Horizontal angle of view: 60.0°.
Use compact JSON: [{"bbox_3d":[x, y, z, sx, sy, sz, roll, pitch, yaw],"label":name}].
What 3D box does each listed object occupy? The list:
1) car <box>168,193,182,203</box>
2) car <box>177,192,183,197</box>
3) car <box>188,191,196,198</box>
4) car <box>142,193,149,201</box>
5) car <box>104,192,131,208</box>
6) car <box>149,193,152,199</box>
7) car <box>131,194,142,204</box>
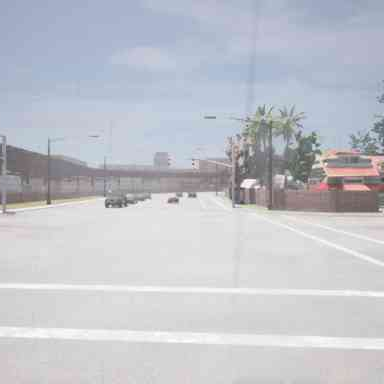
[{"bbox_3d":[-3.341,1.268,61.149,1.895,1.301,4.718,0,1,0],"label":"car"},{"bbox_3d":[-3.416,0.709,87.213,1.994,1.385,4.181,0,1,0],"label":"car"},{"bbox_3d":[0.082,0.553,85.184,2.097,1.767,4.553,0,1,0],"label":"car"},{"bbox_3d":[-10.436,1.142,66.257,1.994,1.385,4.181,0,1,0],"label":"car"},{"bbox_3d":[-10.510,1.082,46.417,2.150,2.045,5.566,0,1,1],"label":"car"},{"bbox_3d":[-10.426,0.897,76.589,1.812,1.442,4.674,0,1,0],"label":"car"},{"bbox_3d":[-10.446,1.286,56.539,2.033,1.411,5.357,0,1,0],"label":"car"}]
